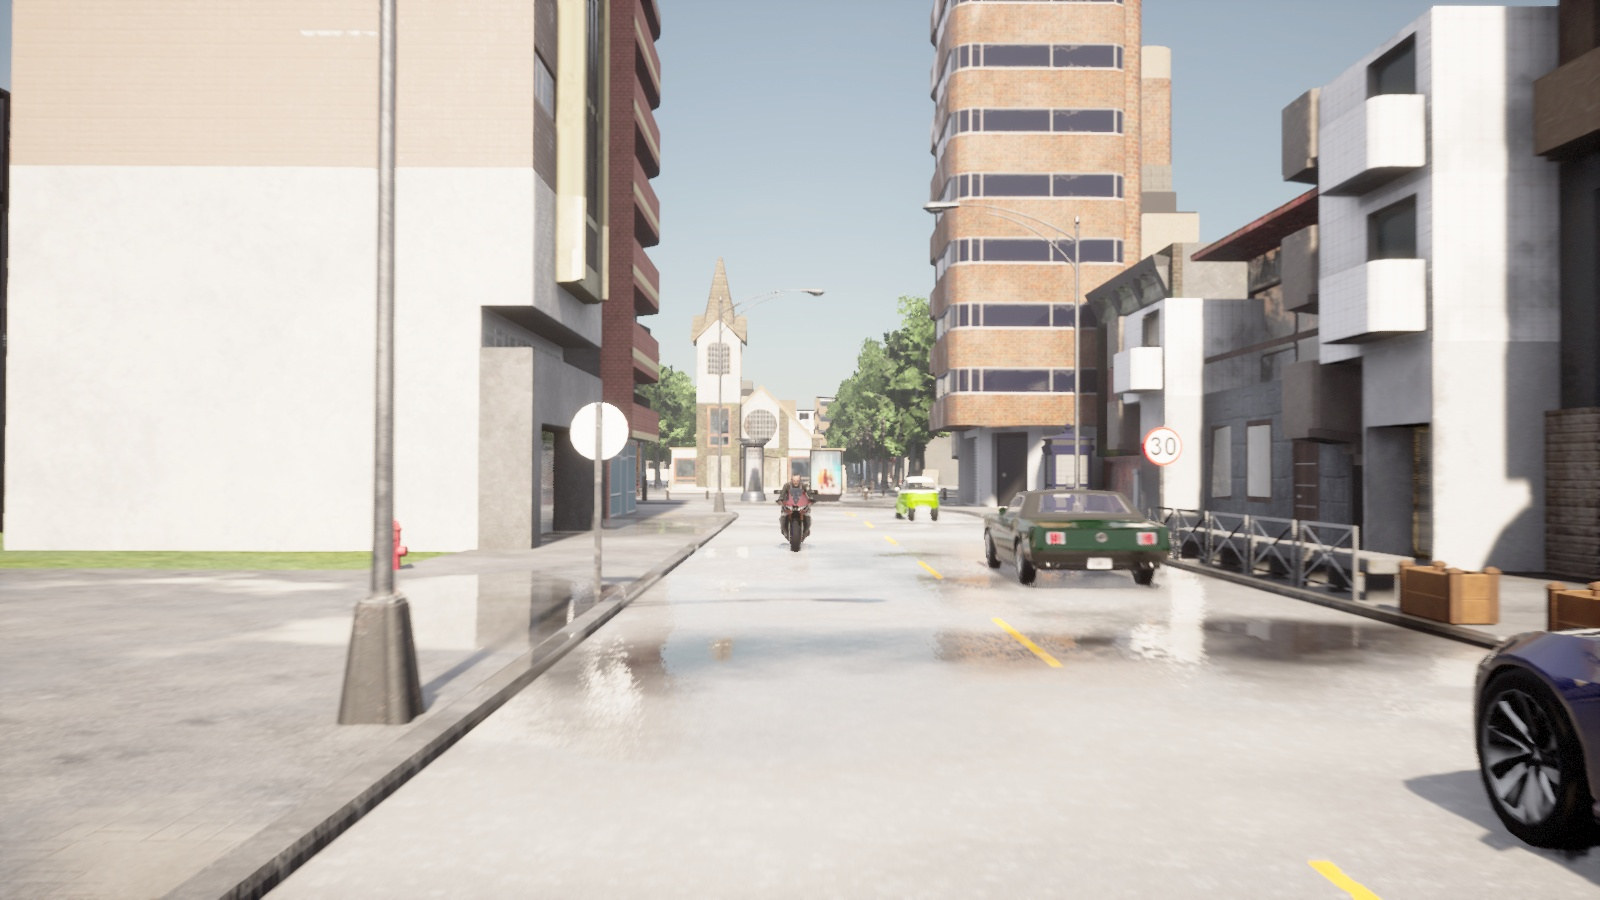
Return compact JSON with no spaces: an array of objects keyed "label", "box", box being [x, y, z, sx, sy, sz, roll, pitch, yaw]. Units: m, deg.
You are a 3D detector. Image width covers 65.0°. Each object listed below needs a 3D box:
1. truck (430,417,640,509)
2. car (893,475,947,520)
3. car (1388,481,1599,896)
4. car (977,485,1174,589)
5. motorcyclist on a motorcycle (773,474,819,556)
[{"label":"truck","box":[-11.468,0.583,54.766,8.468,3.827,2.891,0,-1,4]},{"label":"car","box":[3.835,1.508,40.351,1.481,1.376,2.207,0,-1,-1]},{"label":"car","box":[3.989,0.859,3.780,2.163,1.488,4.792,0,-1,0]},{"label":"car","box":[3.945,1.204,18.810,1.895,1.301,4.718,0,-1,0]},{"label":"motorcyclist on a motorcycle","box":[-0.073,1.252,24.838,0.866,1.530,2.191,0,-1,0]}]
